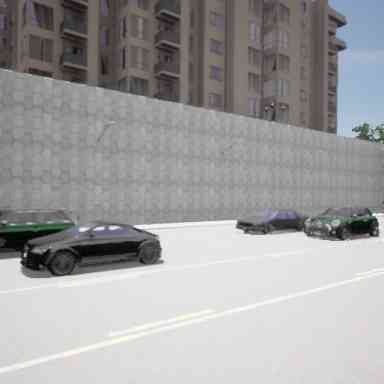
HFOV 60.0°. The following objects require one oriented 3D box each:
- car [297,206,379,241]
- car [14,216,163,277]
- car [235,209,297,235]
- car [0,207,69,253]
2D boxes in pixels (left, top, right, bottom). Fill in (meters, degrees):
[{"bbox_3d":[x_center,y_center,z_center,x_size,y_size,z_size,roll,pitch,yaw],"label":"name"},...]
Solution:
[{"bbox_3d":[8.220,1.571,18.238,4.553,1.767,2.097,1,0,-35],"label":"car"},{"bbox_3d":[-3.005,1.605,10.426,4.181,1.385,1.994,1,-1,-35],"label":"car"},{"bbox_3d":[5.171,1.750,20.385,5.357,1.411,2.033,1,-1,-35],"label":"car"},{"bbox_3d":[-6.520,1.367,12.236,4.553,1.767,2.097,1,0,-35],"label":"car"}]
